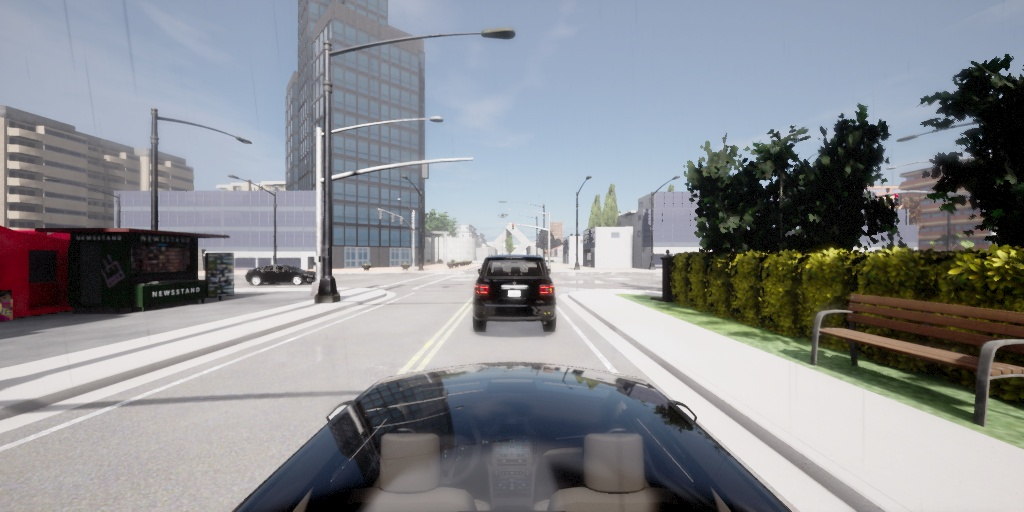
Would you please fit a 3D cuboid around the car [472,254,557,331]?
[{"bbox_3d":[0.075,0.971,11.079,2.150,2.045,5.566,0,0,0],"label":"car"}]

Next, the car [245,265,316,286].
[{"bbox_3d":[-16.638,1.362,26.173,4.892,1.490,1.837,-1,0,0],"label":"car"}]
